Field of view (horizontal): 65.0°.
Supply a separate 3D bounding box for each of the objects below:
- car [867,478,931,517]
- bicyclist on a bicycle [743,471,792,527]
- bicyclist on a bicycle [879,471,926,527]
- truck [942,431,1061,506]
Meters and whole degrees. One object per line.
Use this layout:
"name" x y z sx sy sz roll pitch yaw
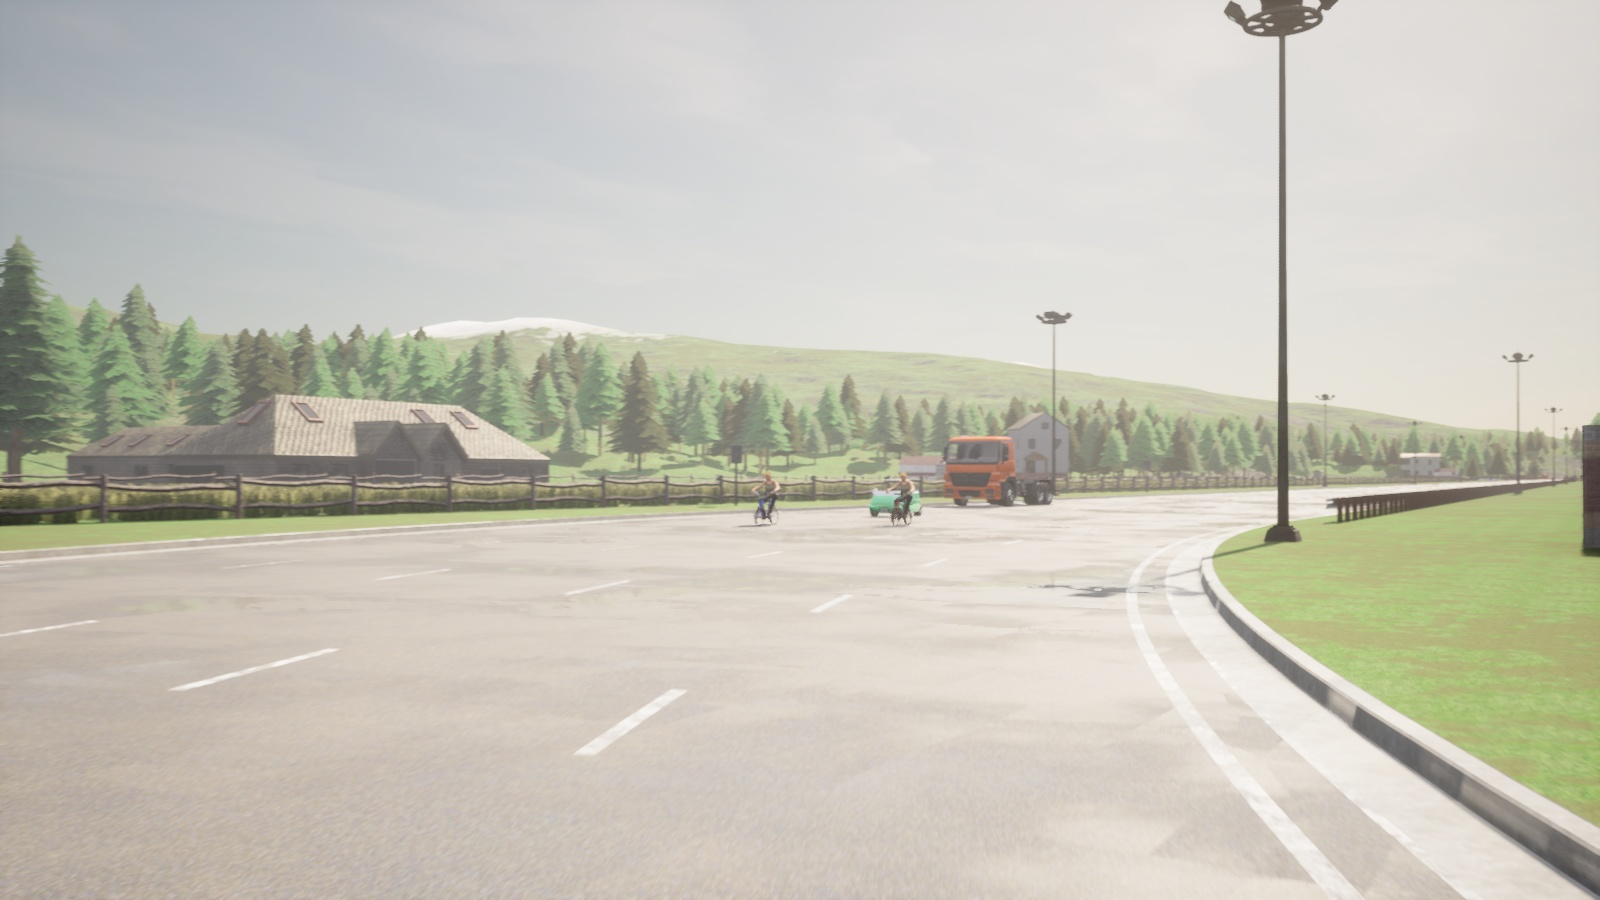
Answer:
"car" 3.583 1.687 45.411 1.481 1.376 2.207 -1 -2 31
"bicyclist on a bicycle" -0.946 1.428 36.995 0.866 1.612 1.509 0 -1 26
"bicyclist on a bicycle" 3.049 1.421 37.207 0.866 1.612 1.509 0 -1 27
"truck" 10.144 0.941 62.374 2.891 3.462 7.936 -1 -1 33
